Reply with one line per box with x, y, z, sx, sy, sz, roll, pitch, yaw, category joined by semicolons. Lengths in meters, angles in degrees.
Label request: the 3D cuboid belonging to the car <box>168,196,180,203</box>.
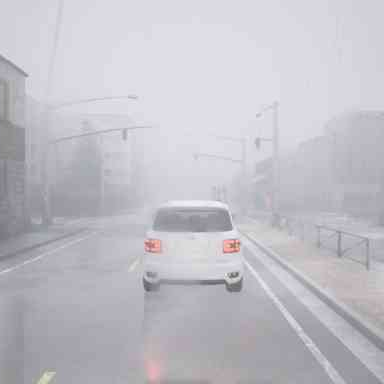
-3.664;1.547;67.918;2.033;1.411;5.357;0;0;0;car

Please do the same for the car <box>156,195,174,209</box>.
-3.703;1.352;46.586;2.097;1.767;4.553;0;0;0;car

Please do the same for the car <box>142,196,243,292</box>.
0.033;1.221;9.074;2.150;2.045;5.566;0;0;1;car

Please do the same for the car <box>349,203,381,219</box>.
16.648;1.740;30.262;4.181;1.385;1.994;0;0;0;car

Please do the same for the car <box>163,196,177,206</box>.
-3.711;1.491;56.967;2.128;1.511;4.902;0;0;0;car

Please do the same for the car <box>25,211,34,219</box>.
-15.154;1.777;26.347;4.718;1.301;1.895;0;0;1;car
